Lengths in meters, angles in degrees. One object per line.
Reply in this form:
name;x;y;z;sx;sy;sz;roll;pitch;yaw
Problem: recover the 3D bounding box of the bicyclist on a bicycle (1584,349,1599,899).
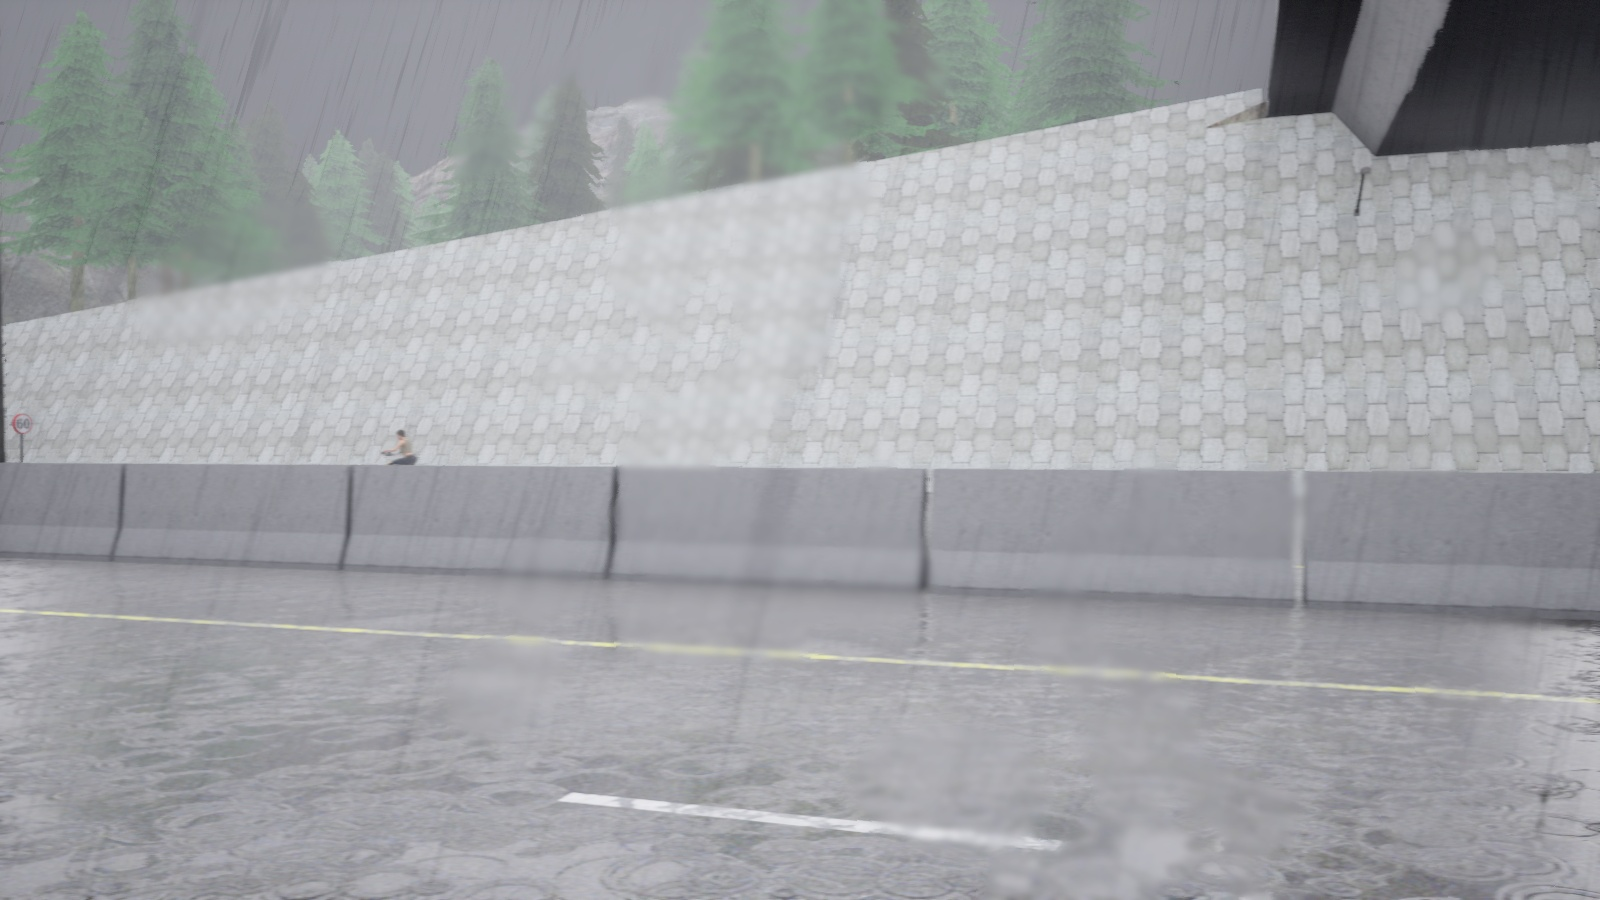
bicyclist on a bicycle;2.598;0.670;2.317;1.843;1.776;0.659;0;1;19
